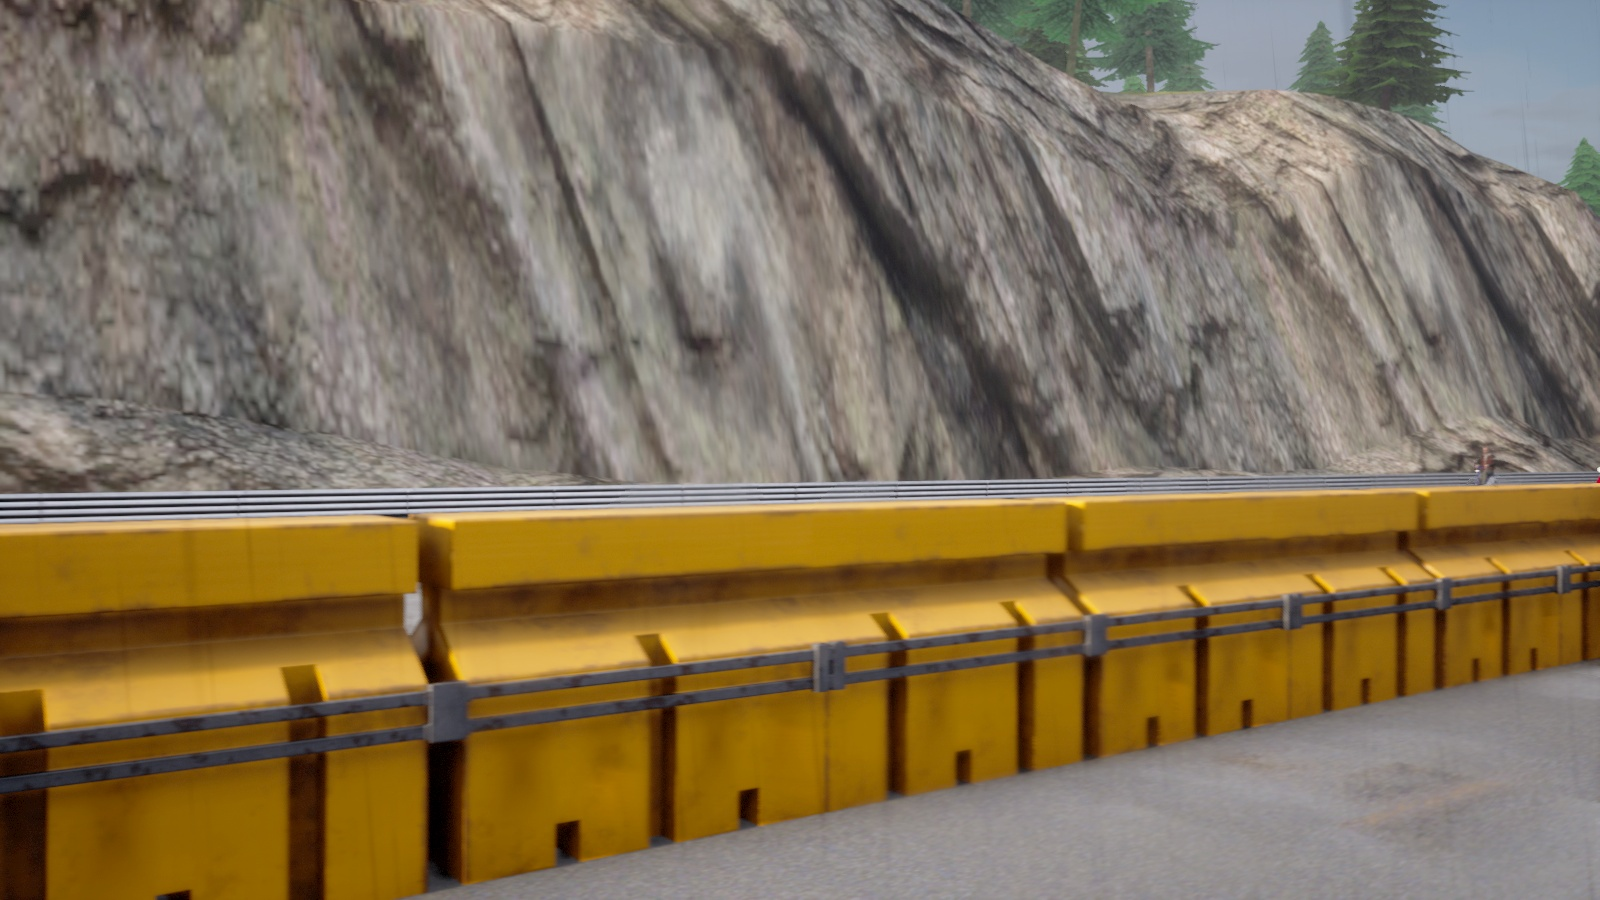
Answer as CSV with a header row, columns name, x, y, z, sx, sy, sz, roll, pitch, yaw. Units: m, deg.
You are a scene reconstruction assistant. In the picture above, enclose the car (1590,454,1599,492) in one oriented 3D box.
name,x,y,z,sx,sy,sz,roll,pitch,yaw
car,30.462,0.848,46.325,2.207,1.376,1.481,1,0,-36
